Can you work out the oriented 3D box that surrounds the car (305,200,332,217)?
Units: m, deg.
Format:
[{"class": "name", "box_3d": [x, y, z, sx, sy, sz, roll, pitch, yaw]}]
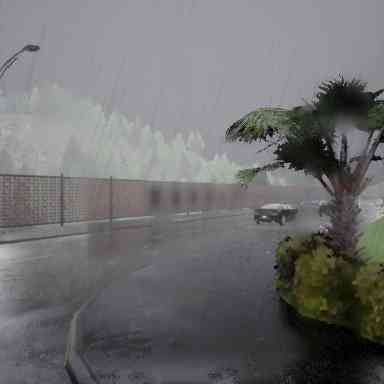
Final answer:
[{"class": "car", "box_3d": [11.978, 1.492, 31.874, 2.128, 1.511, 4.902, 0, 0, 35]}]

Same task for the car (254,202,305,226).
[{"class": "car", "box_3d": [6.182, 1.477, 23.806, 1.882, 1.535, 5.008, 0, 0, 36]}]
